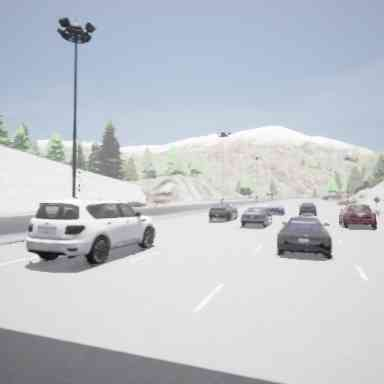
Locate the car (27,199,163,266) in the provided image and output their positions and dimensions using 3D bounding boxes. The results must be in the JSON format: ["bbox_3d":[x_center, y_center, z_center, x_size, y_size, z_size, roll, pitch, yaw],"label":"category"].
[{"bbox_3d":[-3.318,1.280,12.200,2.150,2.045,5.566,0,0,20],"label":"car"}]

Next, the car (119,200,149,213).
[{"bbox_3d":[-7.410,1.828,42.801,1.994,1.385,4.181,0,-1,20],"label":"car"}]

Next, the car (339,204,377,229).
[{"bbox_3d":[12.391,1.686,25.049,2.097,1.767,4.553,0,0,20],"label":"car"}]

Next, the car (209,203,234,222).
[{"bbox_3d":[2.901,1.758,29.706,2.128,1.511,4.902,0,0,20],"label":"car"}]

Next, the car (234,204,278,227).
[{"bbox_3d":[4.930,1.799,24.960,2.033,1.411,5.357,0,0,19],"label":"car"}]

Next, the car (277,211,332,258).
[{"bbox_3d":[4.684,1.724,13.804,1.994,1.385,4.181,0,0,19],"label":"car"}]

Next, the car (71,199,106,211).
[{"bbox_3d":[-13.973,1.707,45.232,1.882,1.535,5.008,0,0,20],"label":"car"}]

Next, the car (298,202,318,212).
[{"bbox_3d":[13.357,1.955,38.225,1.837,1.490,4.892,0,0,20],"label":"car"}]

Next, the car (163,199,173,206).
[{"bbox_3d":[-4.069,1.677,41.744,2.097,1.767,4.553,0,0,20],"label":"car"}]

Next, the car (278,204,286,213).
[{"bbox_3d":[10.093,2.025,39.495,1.895,1.301,4.718,0,0,20],"label":"car"}]
